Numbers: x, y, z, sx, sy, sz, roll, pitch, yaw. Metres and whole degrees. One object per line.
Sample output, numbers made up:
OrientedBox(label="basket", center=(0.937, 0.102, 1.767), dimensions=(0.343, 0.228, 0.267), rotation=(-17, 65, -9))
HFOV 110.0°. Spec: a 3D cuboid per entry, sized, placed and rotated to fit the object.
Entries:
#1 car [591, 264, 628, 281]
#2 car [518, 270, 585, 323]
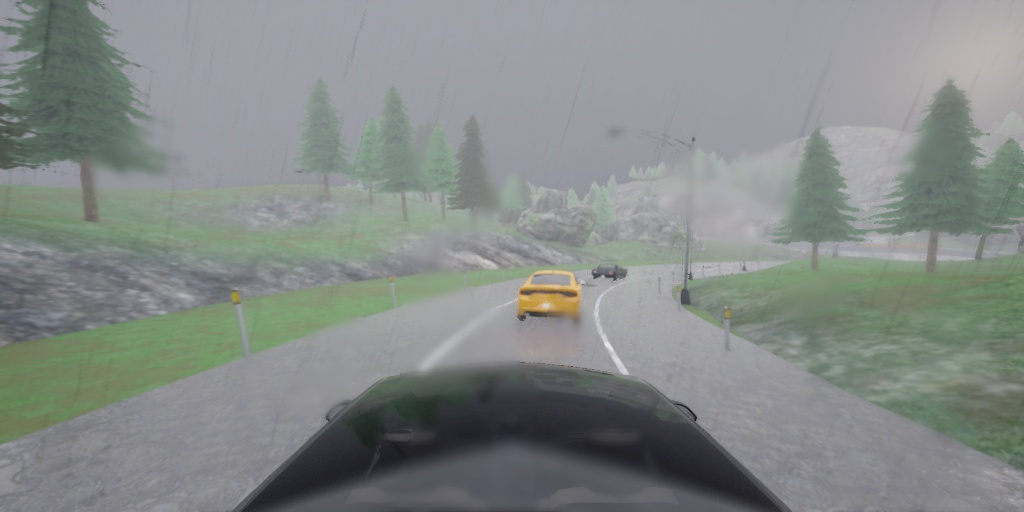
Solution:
OrientedBox(label="car", center=(8.169, 1.276, 29.621), dimensions=(1.895, 1.301, 4.718), rotation=(4, 2, 30))
OrientedBox(label="car", center=(1.459, 1.232, 12.362), dimensions=(1.882, 1.535, 5.008), rotation=(1, 0, 11))
